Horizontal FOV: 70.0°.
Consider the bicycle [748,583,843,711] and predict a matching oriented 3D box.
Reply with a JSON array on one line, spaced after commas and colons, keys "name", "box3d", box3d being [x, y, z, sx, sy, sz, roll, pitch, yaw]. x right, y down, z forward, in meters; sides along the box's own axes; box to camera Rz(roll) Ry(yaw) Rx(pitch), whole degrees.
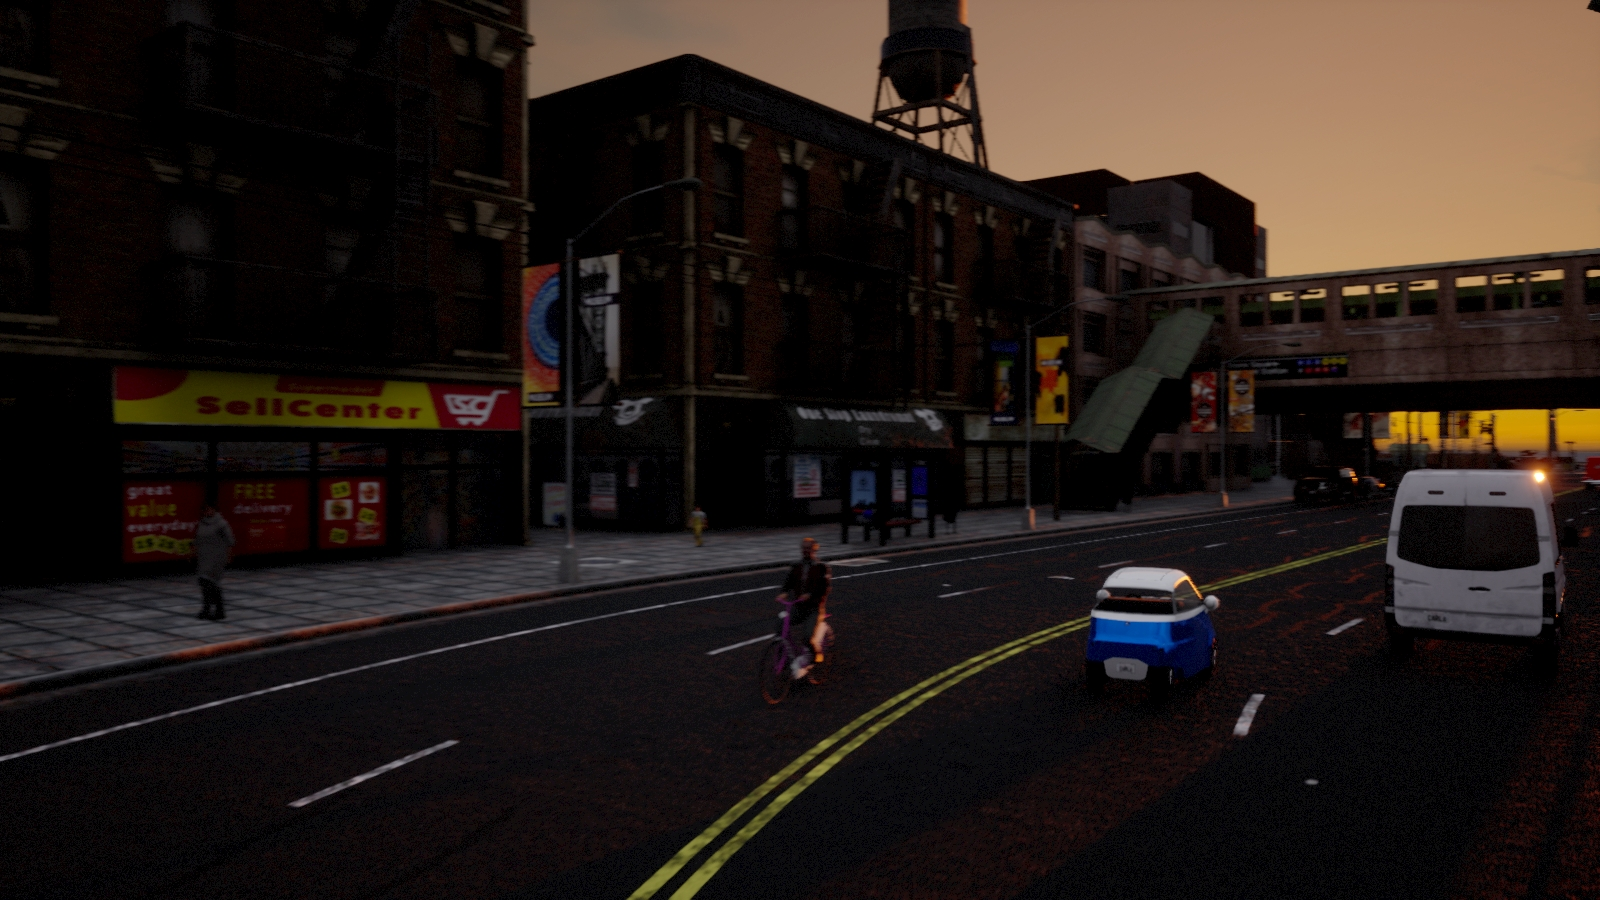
[{"name": "bicycle", "box3d": [-0.019, 2.219, 13.168, 0.329, 1.171, 1.835, 0, 0, 26]}]

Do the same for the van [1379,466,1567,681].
[{"name": "van", "box3d": [10.191, 1.560, 17.042, 1.988, 2.561, 5.915, 0, 0, 35]}]

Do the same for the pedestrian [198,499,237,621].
[{"name": "pedestrian", "box3d": [-9.068, 1.695, 17.787, 0.375, 1.860, 0.375, 0, 0, 16]}]

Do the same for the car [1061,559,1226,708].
[{"name": "car", "box3d": [4.202, 2.136, 13.847, 1.481, 1.376, 2.207, 0, 0, 29]}]

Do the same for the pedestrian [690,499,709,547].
[{"name": "pedestrian", "box3d": [-2.761, 1.993, 31.382, 0.375, 1.300, 0.375, 0, 0, 21]}]
